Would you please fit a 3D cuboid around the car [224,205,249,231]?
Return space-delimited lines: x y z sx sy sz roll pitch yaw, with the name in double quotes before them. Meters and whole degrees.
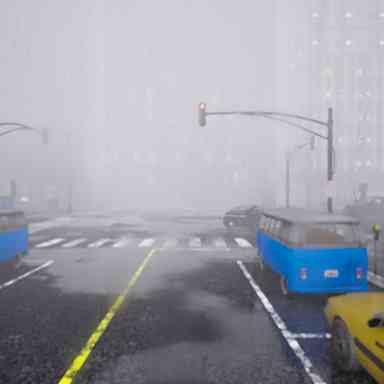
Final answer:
"car" 3.961 1.542 20.056 4.902 1.511 2.128 0 0 -43

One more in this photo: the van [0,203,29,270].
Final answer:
"van" -5.699 1.337 8.292 1.690 1.788 3.998 -1 0 0

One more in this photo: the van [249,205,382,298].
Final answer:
"van" 2.682 1.337 8.259 1.690 1.788 3.998 -1 0 0

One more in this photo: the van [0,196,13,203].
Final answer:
"van" -17.137 1.193 27.793 3.998 1.788 1.690 0 1 0

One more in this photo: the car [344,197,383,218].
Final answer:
"car" 15.253 1.331 27.583 5.009 1.841 2.192 0 1 0

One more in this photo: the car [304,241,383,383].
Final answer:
"car" 2.682 1.524 2.827 1.752 1.417 4.829 -1 0 0
